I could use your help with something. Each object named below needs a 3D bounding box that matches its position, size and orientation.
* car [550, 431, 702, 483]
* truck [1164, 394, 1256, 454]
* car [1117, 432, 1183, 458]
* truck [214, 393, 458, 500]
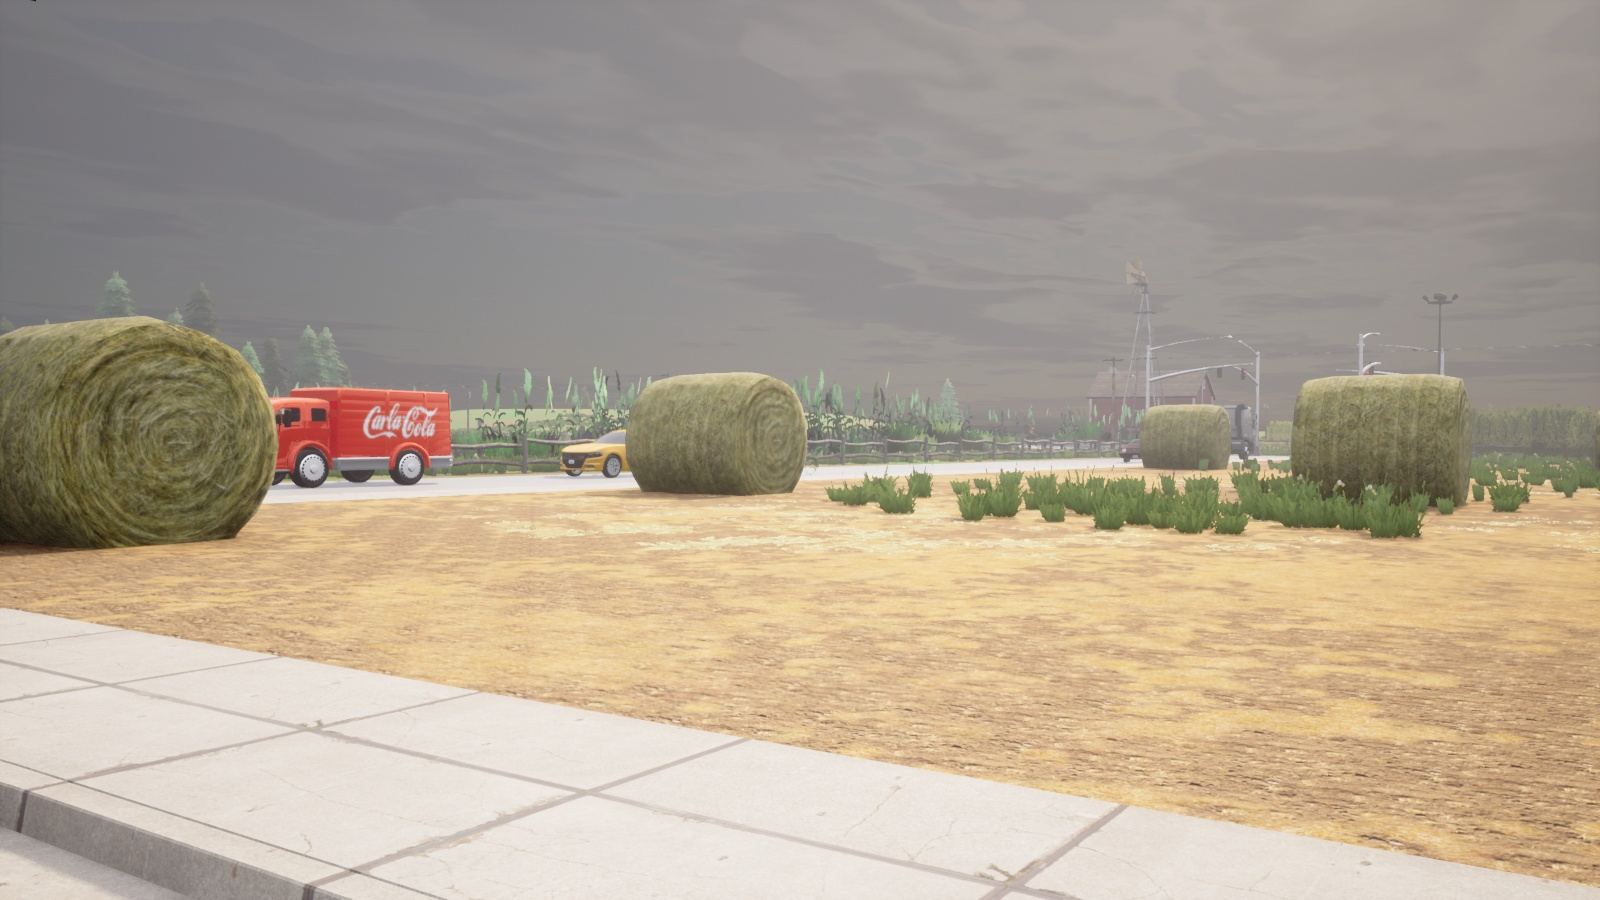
[{"bbox_3d":[-5.506,0.172,40.422,1.882,1.535,5.008,0,1,36],"label":"car"},{"bbox_3d":[24.800,-1.543,75.659,2.891,3.462,7.936,0,1,36],"label":"truck"},{"bbox_3d":[18.892,-0.298,67.641,1.895,1.301,4.718,0,1,36],"label":"car"},{"bbox_3d":[-11.702,-0.121,32.009,2.627,2.467,5.204,0,1,36],"label":"truck"}]
